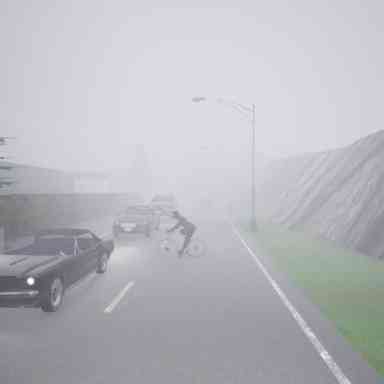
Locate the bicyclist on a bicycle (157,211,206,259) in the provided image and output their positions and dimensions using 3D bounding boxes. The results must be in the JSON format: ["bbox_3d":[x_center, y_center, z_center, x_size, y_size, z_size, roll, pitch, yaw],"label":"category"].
[{"bbox_3d":[-0.371,1.454,11.234,1.656,1.620,0.582,-2,0,3],"label":"bicyclist on a bicycle"}]

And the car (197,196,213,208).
[{"bbox_3d":[2.141,1.546,48.364,2.033,1.411,5.357,0,0,1],"label":"car"}]

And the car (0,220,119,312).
[{"bbox_3d":[-3.370,1.601,7.834,1.895,1.301,4.718,0,0,3],"label":"car"}]

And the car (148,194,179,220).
[{"bbox_3d":[-2.386,1.221,28.391,2.150,2.045,5.566,0,0,3],"label":"car"}]

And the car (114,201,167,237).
[{"bbox_3d":[-2.886,1.491,18.055,2.128,1.511,4.902,0,0,3],"label":"car"}]

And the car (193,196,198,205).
[{"bbox_3d":[1.342,1.476,59.218,1.882,1.535,5.008,0,0,-8],"label":"car"}]
